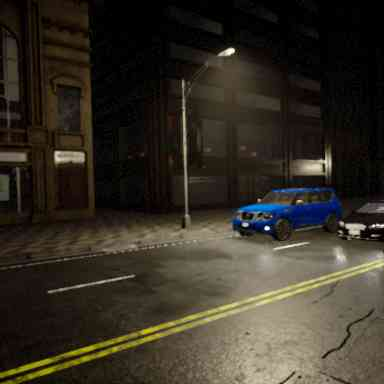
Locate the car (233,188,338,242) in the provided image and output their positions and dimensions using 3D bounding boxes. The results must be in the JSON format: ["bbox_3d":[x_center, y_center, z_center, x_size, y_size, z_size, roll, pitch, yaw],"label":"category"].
[{"bbox_3d":[4.372,0.863,14.718,5.566,2.045,2.150,-2,1,-35],"label":"car"}]

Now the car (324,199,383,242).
[{"bbox_3d":[7.683,1.082,13.063,4.902,1.511,2.128,-2,1,-35],"label":"car"}]
